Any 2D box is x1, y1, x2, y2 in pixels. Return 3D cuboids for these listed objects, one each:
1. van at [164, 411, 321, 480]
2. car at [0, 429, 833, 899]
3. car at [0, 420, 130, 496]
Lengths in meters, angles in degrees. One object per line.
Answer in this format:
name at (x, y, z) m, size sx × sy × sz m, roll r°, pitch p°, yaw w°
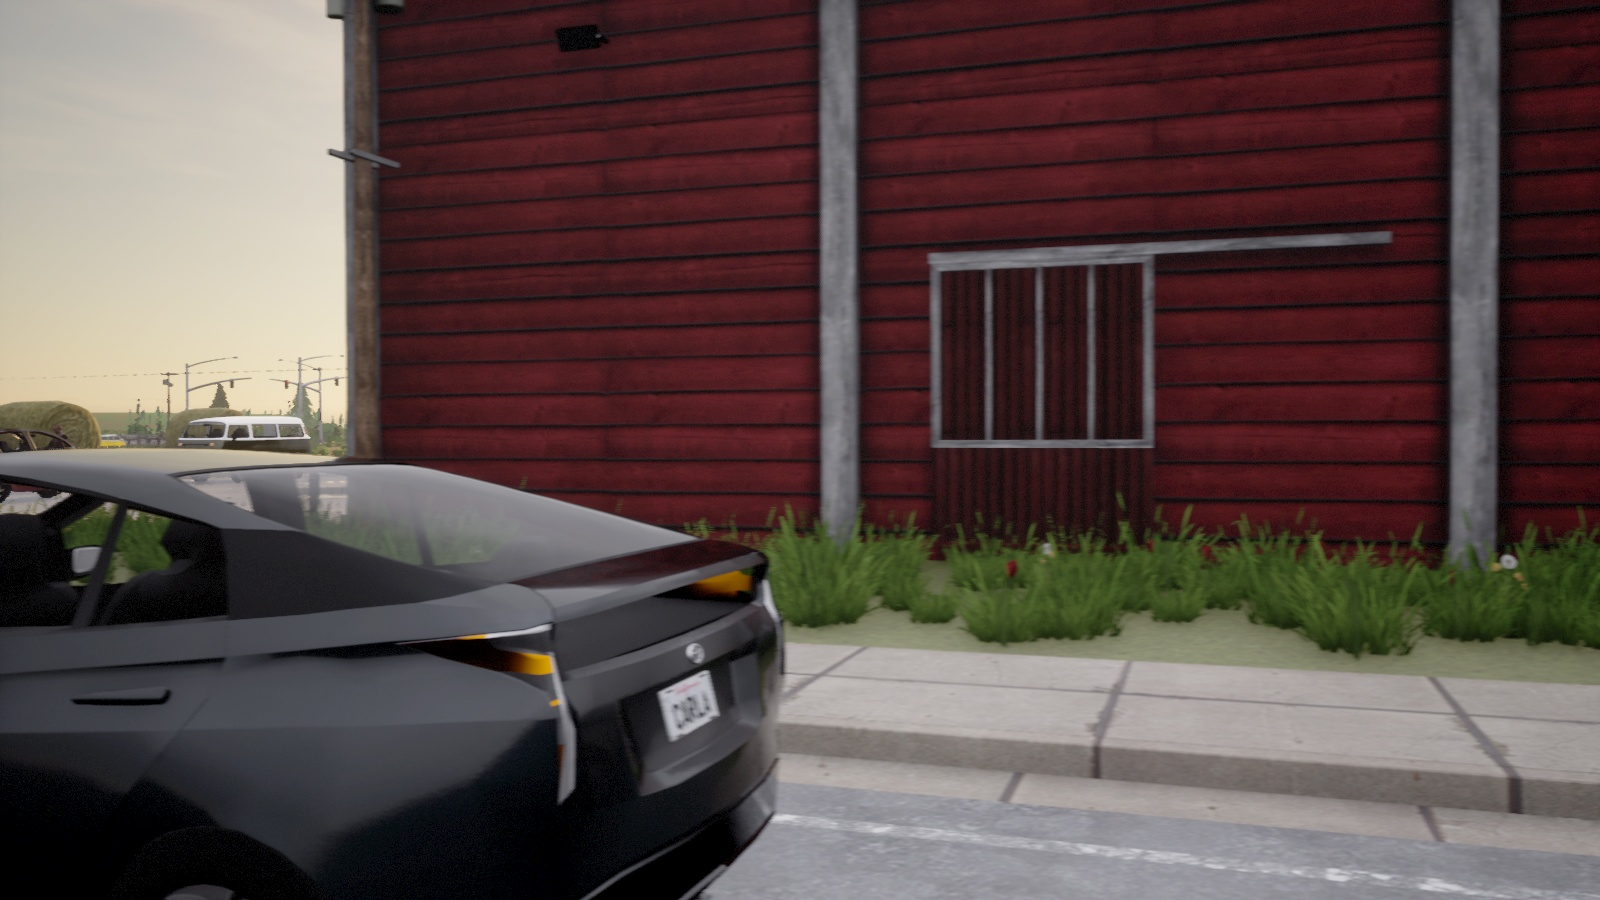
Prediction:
van at (-17.531, -0.179, 39.731) m, size 2.069 × 2.038 × 4.480 m, roll 1°, pitch 1°, yaw 18°
car at (-2.353, 0.701, 3.983) m, size 4.514 × 1.525 × 2.007 m, roll 1°, pitch 1°, yaw 19°
car at (-17.472, 0.159, 28.316) m, size 1.851 × 1.617 × 3.988 m, roll 0°, pitch 1°, yaw 18°
